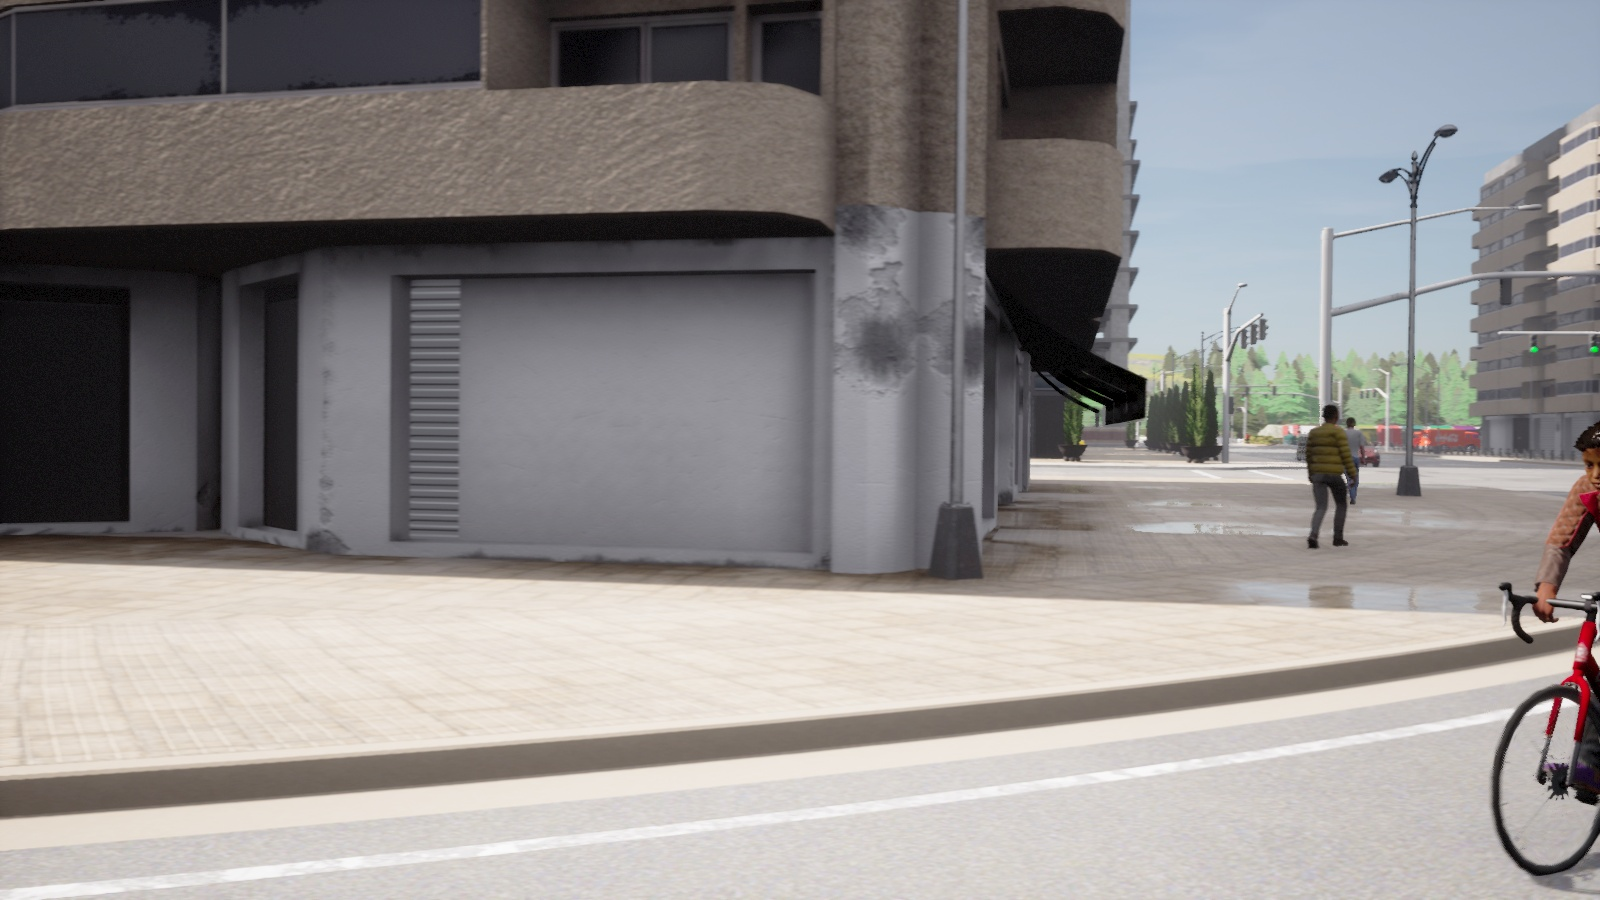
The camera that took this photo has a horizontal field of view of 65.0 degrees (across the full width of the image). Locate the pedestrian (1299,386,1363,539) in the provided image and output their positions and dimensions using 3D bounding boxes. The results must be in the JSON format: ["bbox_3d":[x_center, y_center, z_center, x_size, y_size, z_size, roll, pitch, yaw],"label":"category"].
[{"bbox_3d":[6.566,0.142,15.536,0.709,1.840,0.431,-1,1,-38],"label":"pedestrian"}]

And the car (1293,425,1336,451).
[{"bbox_3d":[31.070,-0.724,75.884,1.789,1.549,3.705,0,1,12],"label":"car"}]

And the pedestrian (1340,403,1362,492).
[{"bbox_3d":[11.521,-0.064,26.250,0.354,1.836,0.706,0,1,19],"label":"pedestrian"}]

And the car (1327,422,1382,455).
[{"bbox_3d":[28.764,-0.617,65.207,1.851,1.617,3.988,0,1,12],"label":"car"}]

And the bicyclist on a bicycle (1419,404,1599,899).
[{"bbox_3d":[3.125,0.645,4.685,1.656,1.620,0.582,-1,1,-28],"label":"bicyclist on a bicycle"}]
